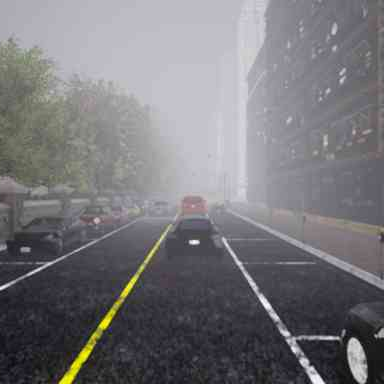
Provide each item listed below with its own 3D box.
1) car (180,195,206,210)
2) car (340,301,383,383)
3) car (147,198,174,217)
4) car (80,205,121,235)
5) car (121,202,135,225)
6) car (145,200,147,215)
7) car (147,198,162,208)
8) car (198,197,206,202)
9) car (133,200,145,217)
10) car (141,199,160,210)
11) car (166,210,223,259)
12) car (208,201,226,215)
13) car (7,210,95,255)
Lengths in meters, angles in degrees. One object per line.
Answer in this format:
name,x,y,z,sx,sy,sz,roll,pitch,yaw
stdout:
car,0.090,1.331,31.208,2.150,2.045,5.566,0,0,0
car,2.692,1.559,2.479,2.008,1.369,4.403,0,0,0
car,-3.102,1.644,33.458,1.812,1.442,4.674,0,0,0
car,-5.689,1.506,19.092,1.967,1.590,4.097,0,0,0
car,-5.690,1.668,24.630,1.802,1.307,4.206,0,0,0
car,-5.691,1.567,35.709,1.967,1.590,4.097,0,0,0
car,-5.822,1.736,52.324,1.887,1.381,4.507,0,0,0
car,2.683,1.924,90.242,1.947,1.339,4.313,0,0,0
car,-5.691,1.631,29.999,1.752,1.417,4.829,0,0,0
car,-5.770,1.720,46.784,2.008,1.369,4.403,0,0,0
car,0.083,1.608,12.836,1.994,1.385,4.181,0,0,0
car,2.689,1.677,35.711,2.008,1.369,4.403,0,0,0
car,-5.689,1.612,13.553,1.947,1.339,4.313,0,0,0
